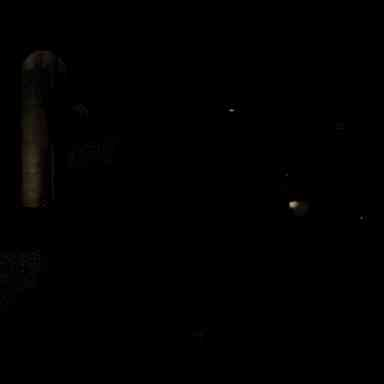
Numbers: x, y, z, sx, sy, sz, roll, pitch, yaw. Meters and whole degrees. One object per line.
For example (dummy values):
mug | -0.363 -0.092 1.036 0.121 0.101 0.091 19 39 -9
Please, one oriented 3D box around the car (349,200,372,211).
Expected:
car | 22.662 1.746 44.631 2.033 1.411 5.357 0 0 39
